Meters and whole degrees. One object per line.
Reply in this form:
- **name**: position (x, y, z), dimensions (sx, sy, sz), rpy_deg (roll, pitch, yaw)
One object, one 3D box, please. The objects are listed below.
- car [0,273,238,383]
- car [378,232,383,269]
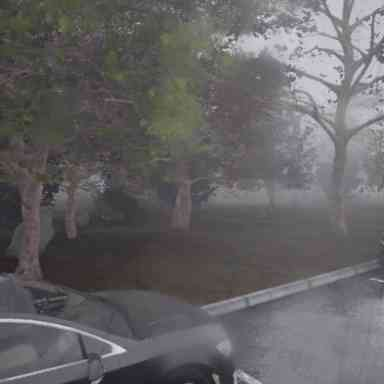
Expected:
- **car**: position (-1.815, 1.482, 2.739), dimensions (4.892, 1.521, 2.231), rpy_deg (-1, 2, -33)
- **car**: position (7.237, 1.218, 9.224), dimensions (4.553, 1.767, 2.185), rpy_deg (-1, 0, -33)
